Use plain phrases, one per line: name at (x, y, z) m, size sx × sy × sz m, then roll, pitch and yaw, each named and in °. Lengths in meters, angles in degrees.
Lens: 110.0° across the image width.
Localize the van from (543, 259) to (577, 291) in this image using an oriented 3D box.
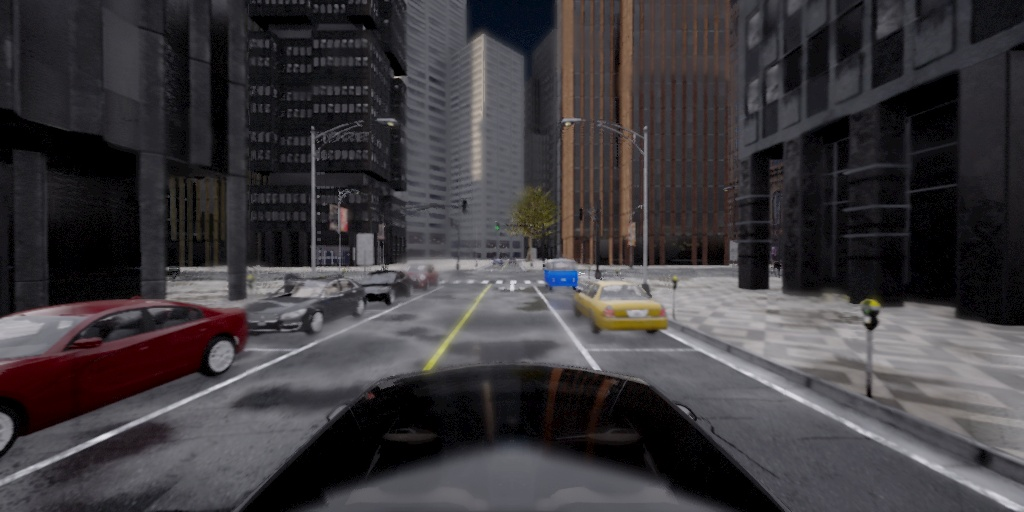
van at (2.862, 1.082, 21.561) m, size 1.690 × 1.789 × 3.998 m, roll 0°, pitch 0°, yaw 0°

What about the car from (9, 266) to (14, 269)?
car at (-52.234, 1.281, 35.577) m, size 5.008 × 1.535 × 1.882 m, roll 0°, pitch 1°, yaw 0°

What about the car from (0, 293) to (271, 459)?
car at (-5.668, 1.295, 4.689) m, size 1.888 × 1.381 × 4.507 m, roll 0°, pitch 0°, yaw 0°

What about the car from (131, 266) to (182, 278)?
car at (-35.714, 1.585, 35.544) m, size 4.718 × 1.301 × 1.895 m, roll 0°, pitch 1°, yaw 0°

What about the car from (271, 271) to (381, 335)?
car at (-5.667, 1.298, 10.313) m, size 2.007 × 1.370 × 4.403 m, roll 0°, pitch 0°, yaw 0°

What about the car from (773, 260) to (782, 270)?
car at (33.555, 0.773, 42.402) m, size 4.553 × 1.767 × 2.097 m, roll 0°, pitch 1°, yaw 0°

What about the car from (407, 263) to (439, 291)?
car at (-5.664, 1.182, 21.563) m, size 1.967 × 1.591 × 4.097 m, roll 0°, pitch 0°, yaw 0°

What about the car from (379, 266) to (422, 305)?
car at (-5.665, 1.311, 15.939) m, size 1.948 × 1.339 × 4.313 m, roll 0°, pitch 0°, yaw 0°

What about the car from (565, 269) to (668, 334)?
car at (2.859, 1.272, 10.482) m, size 1.751 × 1.417 × 4.829 m, roll 0°, pitch 0°, yaw 0°
